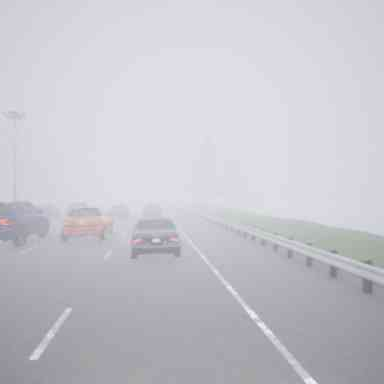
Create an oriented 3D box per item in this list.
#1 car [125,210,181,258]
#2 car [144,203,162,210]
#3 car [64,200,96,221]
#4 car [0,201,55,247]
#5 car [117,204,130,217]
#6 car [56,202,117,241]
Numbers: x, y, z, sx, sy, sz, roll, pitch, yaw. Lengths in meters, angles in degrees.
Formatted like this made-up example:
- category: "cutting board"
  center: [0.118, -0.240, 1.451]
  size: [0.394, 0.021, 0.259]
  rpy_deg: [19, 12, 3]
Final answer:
- category: "car"
  center: [-1.481, 1.681, 13.507]
  size: [2.033, 1.411, 5.357]
  rpy_deg: [-1, 0, -7]
- category: "car"
  center: [-4.226, 1.918, 35.716]
  size: [1.994, 1.385, 4.181]
  rpy_deg: [-1, 0, -7]
- category: "car"
  center: [-10.905, 1.755, 32.642]
  size: [2.097, 1.767, 4.553]
  rpy_deg: [-1, -1, -7]
- category: "car"
  center: [-8.891, 1.466, 16.464]
  size: [2.150, 2.045, 5.566]
  rpy_deg: [-1, 0, -7]
- category: "car"
  center: [-7.690, 1.953, 35.211]
  size: [1.994, 1.385, 4.181]
  rpy_deg: [-1, 0, -7]
- category: "car"
  center: [-5.582, 1.572, 18.242]
  size: [2.097, 1.767, 4.553]
  rpy_deg: [-1, -1, -7]
